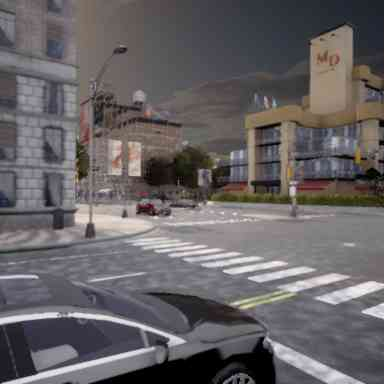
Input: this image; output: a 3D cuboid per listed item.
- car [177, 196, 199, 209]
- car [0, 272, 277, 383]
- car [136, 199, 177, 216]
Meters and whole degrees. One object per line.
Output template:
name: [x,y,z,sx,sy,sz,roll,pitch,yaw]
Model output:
car: [-1.135,1.775,50.311,2.033,1.411,5.357,1,0,-36]
car: [-1.353,1.495,2.791,4.902,1.511,2.128,1,0,-35]
car: [-3.975,1.486,34.312,2.097,1.767,4.553,1,0,-36]
